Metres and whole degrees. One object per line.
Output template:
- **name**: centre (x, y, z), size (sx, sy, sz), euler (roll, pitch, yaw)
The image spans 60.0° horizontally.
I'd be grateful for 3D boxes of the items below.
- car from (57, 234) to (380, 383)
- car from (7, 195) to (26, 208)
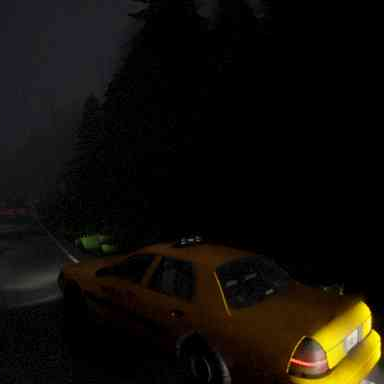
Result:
- **car**: centre (-0.250, 1.417, 5.081), size (5.366, 1.575, 1.801), euler (1, 1, 44)
- **car**: centre (-21.120, 1.054, 40.064), size (2.128, 1.511, 4.902), euler (-2, 2, -26)
